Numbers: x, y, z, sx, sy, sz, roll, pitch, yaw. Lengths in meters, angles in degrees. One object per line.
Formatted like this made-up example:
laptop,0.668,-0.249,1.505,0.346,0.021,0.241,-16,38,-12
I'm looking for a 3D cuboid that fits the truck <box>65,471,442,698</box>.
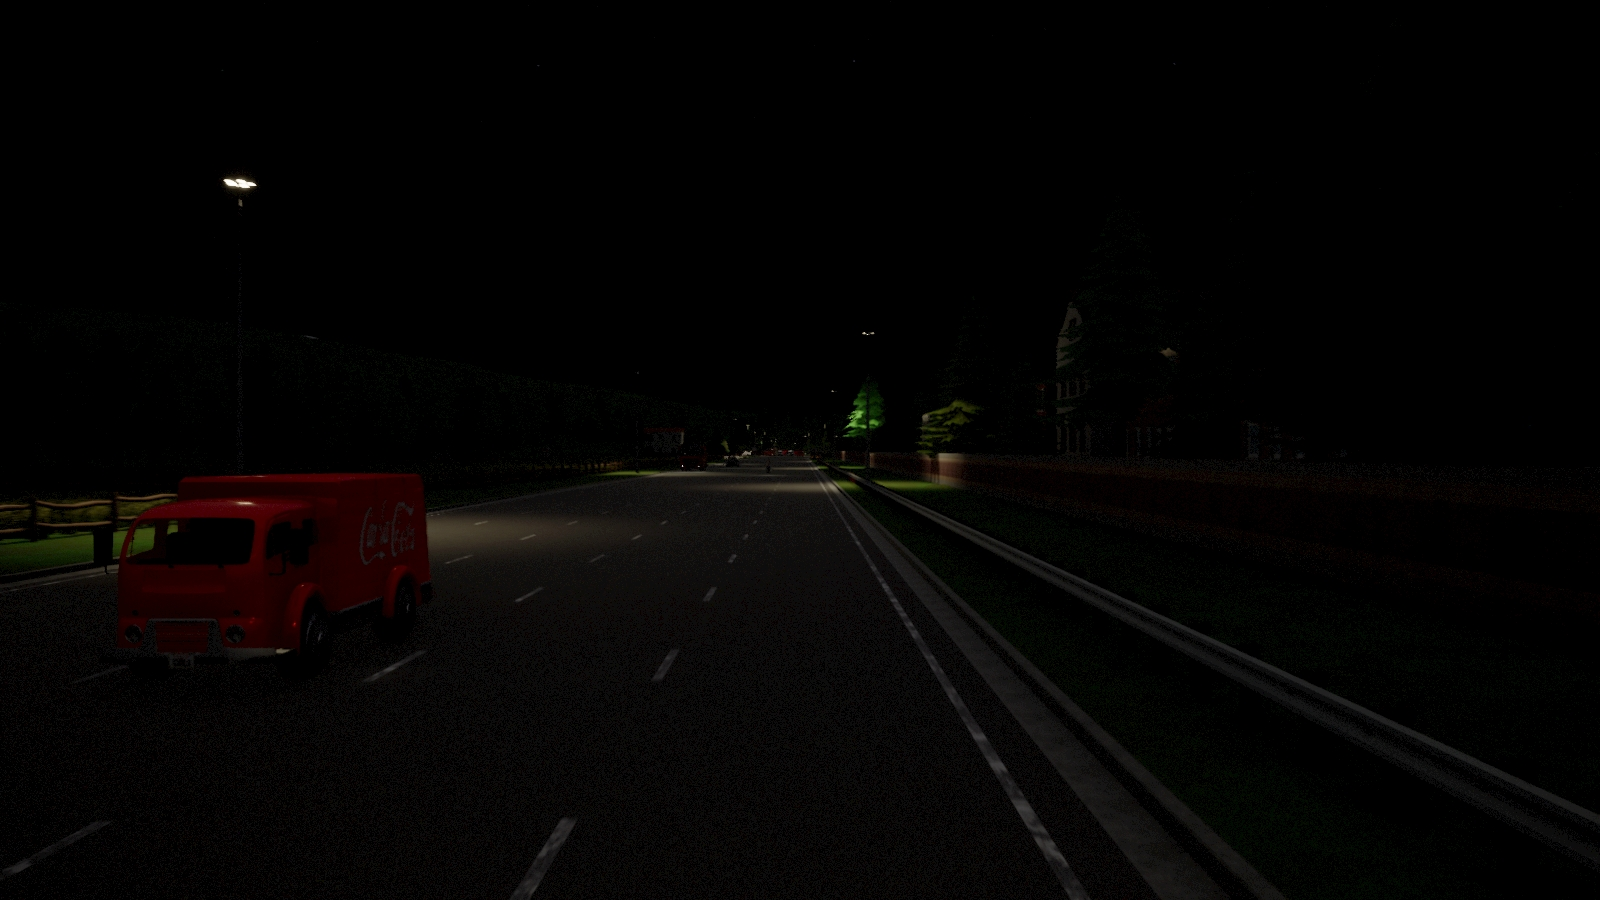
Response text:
truck,-7.000,1.568,15.529,2.627,2.467,5.204,0,0,0
